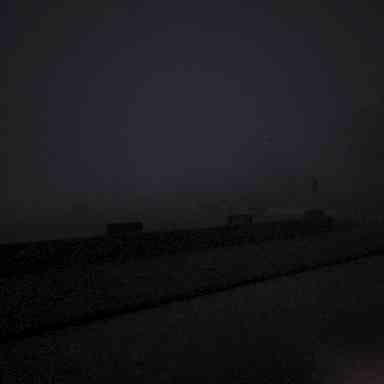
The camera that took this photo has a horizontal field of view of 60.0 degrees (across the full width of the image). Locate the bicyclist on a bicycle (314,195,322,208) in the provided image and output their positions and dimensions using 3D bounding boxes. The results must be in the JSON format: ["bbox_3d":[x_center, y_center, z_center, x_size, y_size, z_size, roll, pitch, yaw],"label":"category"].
[{"bbox_3d":[15.273,1.108,40.169,1.656,1.620,0.582,-1,0,-36],"label":"bicyclist on a bicycle"}]

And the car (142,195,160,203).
[{"bbox_3d":[-8.095,1.266,65.517,1.882,1.535,5.008,0,0,-36],"label":"car"}]

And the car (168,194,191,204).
[{"bbox_3d":[-2.221,1.140,57.366,2.097,1.767,4.553,0,0,-35],"label":"car"}]
